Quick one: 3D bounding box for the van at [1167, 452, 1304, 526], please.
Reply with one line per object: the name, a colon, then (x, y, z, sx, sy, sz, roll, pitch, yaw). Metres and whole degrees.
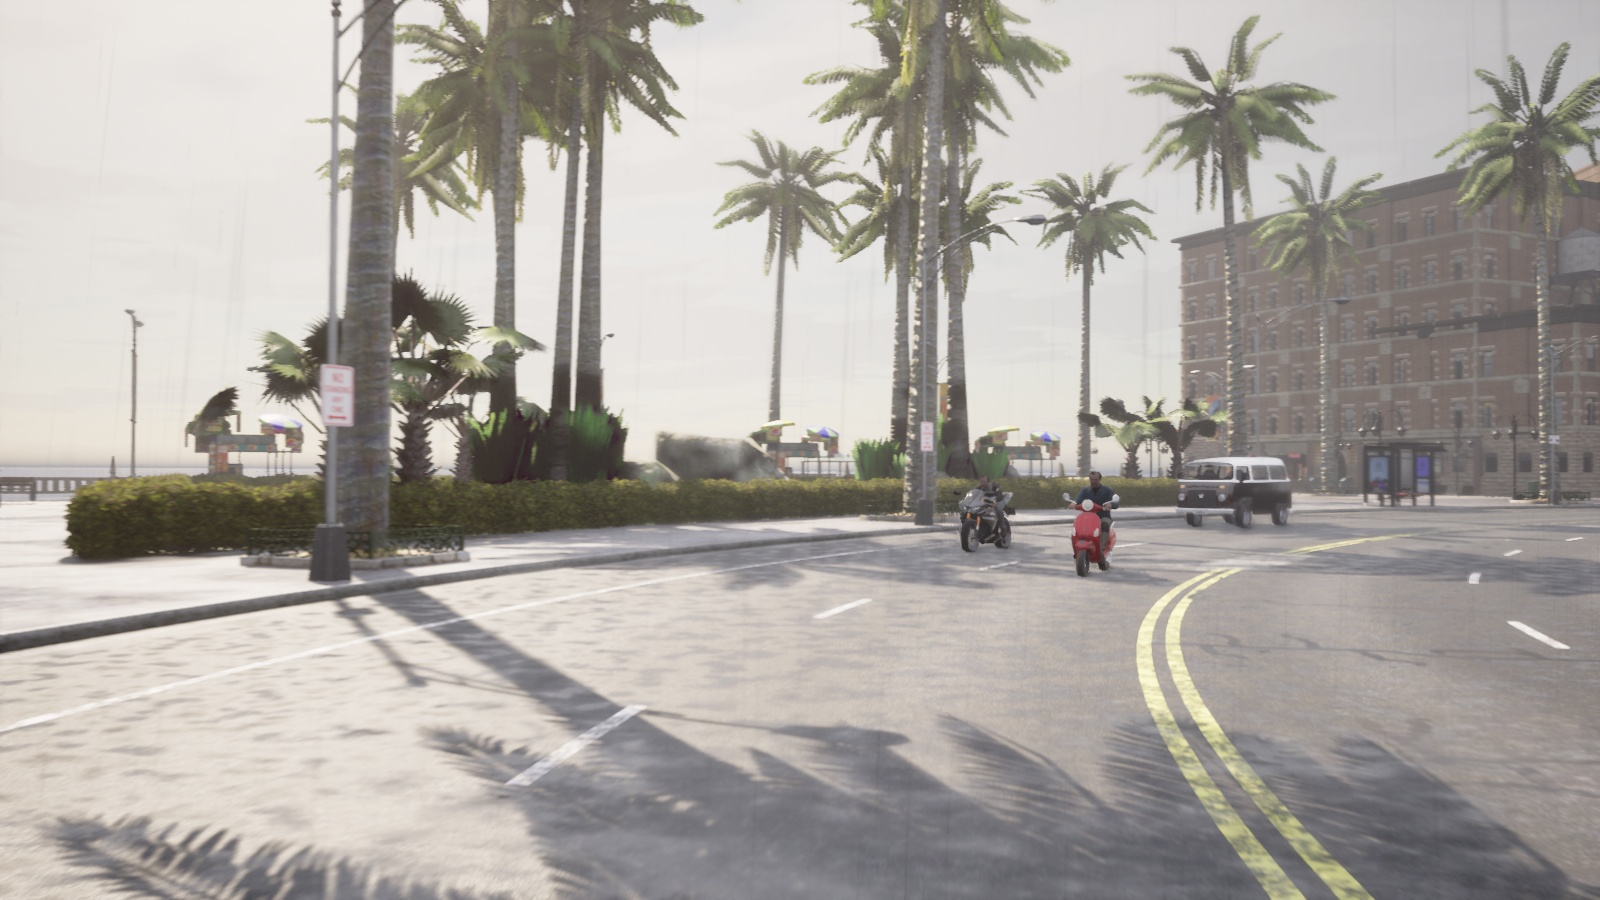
van: (12.814, 1.117, 36.821, 2.069, 2.038, 4.480, -1, -1, 44)

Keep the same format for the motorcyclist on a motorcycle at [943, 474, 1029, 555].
motorcyclist on a motorcycle: (3.739, 1.259, 25.092, 0.866, 1.530, 2.191, -1, -1, 33)

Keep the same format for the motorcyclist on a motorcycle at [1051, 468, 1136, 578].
motorcyclist on a motorcycle: (4.528, 1.078, 19.287, 0.866, 1.590, 1.817, 0, -1, 27)
